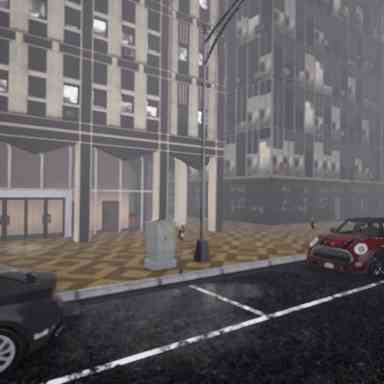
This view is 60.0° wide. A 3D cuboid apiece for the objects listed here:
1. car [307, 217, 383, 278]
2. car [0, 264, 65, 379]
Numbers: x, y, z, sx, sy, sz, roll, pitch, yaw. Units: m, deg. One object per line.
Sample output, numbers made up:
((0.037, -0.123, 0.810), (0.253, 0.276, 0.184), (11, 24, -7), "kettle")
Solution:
((5.451, 1.539, 10.430), (4.097, 1.590, 1.967), (1, 0, -35), "car")
((-3.819, 1.541, 3.832), (4.403, 1.369, 2.008), (1, 0, -35), "car")
